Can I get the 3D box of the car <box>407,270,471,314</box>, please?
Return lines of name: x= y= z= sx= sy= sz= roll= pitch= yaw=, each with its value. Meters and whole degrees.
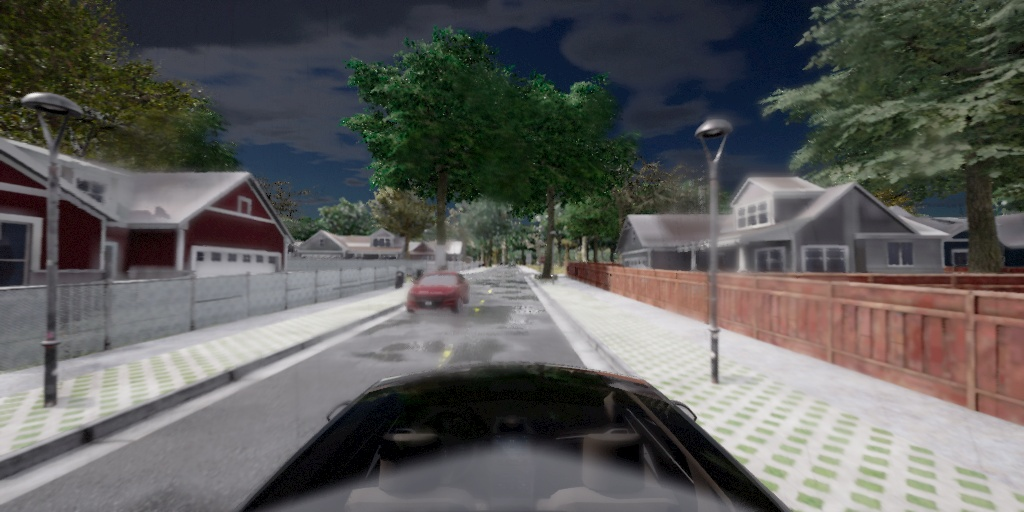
car: x=-2.854 y=1.374 z=14.781 sx=1.882 sy=1.535 sz=5.008 roll=0 pitch=-1 yaw=0
